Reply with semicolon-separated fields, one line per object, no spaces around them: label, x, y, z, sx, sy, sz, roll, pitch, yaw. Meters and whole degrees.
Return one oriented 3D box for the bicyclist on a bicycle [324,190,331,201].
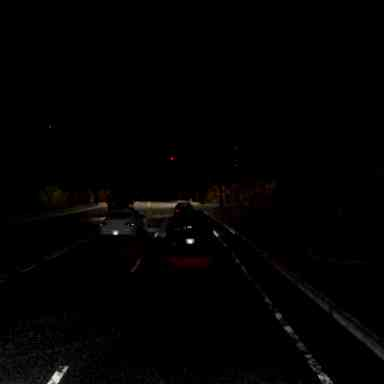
bicyclist on a bicycle;16.819;0.392;41.435;0.582;1.620;1.656;-2;-1;-4

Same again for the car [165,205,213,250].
car;-0.129;1.550;14.559;1.837;1.490;4.892;0;0;-1

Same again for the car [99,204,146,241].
car;-3.449;1.581;16.980;1.812;1.442;4.674;0;0;-2

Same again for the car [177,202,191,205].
car;-0.729;1.663;30.520;2.033;1.411;5.357;0;0;-3

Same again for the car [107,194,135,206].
car;-7.603;1.275;35.740;2.150;2.045;5.566;0;0;-3
